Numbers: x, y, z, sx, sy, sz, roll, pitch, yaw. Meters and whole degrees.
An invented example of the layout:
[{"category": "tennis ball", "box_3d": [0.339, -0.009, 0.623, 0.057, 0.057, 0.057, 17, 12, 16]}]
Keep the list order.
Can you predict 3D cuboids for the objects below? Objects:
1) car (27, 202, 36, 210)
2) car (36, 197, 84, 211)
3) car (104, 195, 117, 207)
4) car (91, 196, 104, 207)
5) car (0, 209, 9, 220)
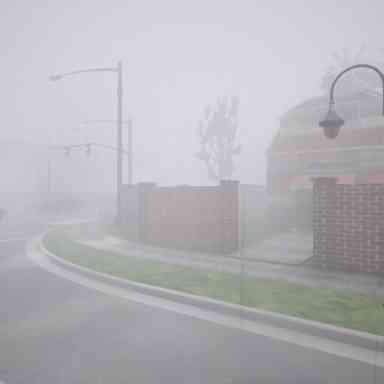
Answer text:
[{"category": "car", "box_3d": [-17.679, 1.397, 40.809, 1.812, 1.442, 4.674, 0, 1, 37]}, {"category": "car", "box_3d": [-14.949, 1.373, 38.621, 1.837, 1.490, 4.892, 0, 1, 36]}, {"category": "car", "box_3d": [-9.369, 1.285, 46.006, 1.812, 1.442, 4.674, 0, 1, 37]}, {"category": "car", "box_3d": [-12.279, 1.268, 47.955, 1.837, 1.490, 4.892, 0, 1, 37]}, {"category": "car", "box_3d": [-16.399, 1.562, 24.747, 1.895, 1.301, 4.718, 0, 0, 37]}]
